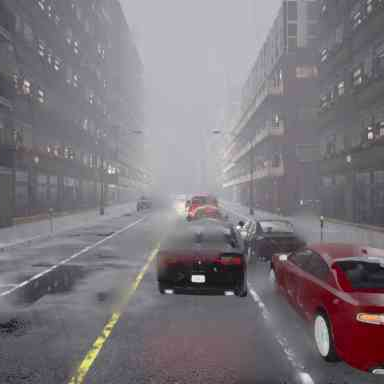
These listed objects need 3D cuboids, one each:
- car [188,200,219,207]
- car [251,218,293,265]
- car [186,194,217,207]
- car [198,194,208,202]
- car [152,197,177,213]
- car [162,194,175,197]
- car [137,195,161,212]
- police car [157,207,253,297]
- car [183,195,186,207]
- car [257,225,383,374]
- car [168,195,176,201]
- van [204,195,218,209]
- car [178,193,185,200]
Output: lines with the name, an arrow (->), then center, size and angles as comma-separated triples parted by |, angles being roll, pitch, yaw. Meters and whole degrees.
car -> 0.818, 1.459, 18.747 | 1.801, 1.575, 5.366 | 0, 0, 0
car -> 2.570, 1.553, 11.388 | 2.008, 1.369, 4.403 | 1, 0, 0
car -> 0.817, 1.230, 24.588 | 2.150, 2.045, 5.566 | 0, 0, 0
car -> 2.557, 1.333, 79.439 | 2.192, 1.841, 5.009 | 1, 0, 0
car -> -2.860, 1.571, 35.973 | 1.994, 1.385, 4.181 | 0, 0, 0
car -> -5.320, 1.330, 68.066 | 2.192, 1.841, 5.009 | 1, 0, 0
car -> -5.314, 1.324, 39.711 | 2.192, 1.841, 5.009 | 1, 0, 0
police car -> 0.432, 1.427, 8.813 | 1.930, 1.638, 5.238 | 0, 0, 7
car -> 0.005, 1.536, 46.314 | 1.812, 1.442, 4.674 | 0, 0, 0
car -> 2.571, 1.546, 5.718 | 1.887, 1.381, 4.507 | 1, 0, 0
car -> -5.329, 1.587, 90.749 | 1.947, 1.339, 4.313 | 1, 0, 0
van -> 2.565, 1.351, 45.414 | 1.690, 1.788, 3.998 | 1, 0, 0
car -> -2.772, 1.244, 90.611 | 2.150, 2.045, 5.566 | 0, 0, 0
